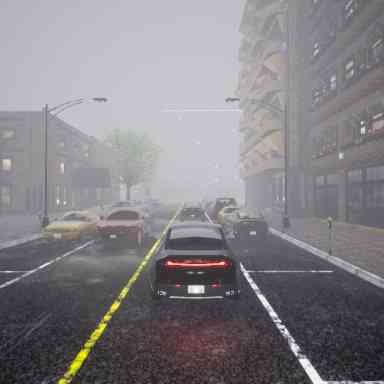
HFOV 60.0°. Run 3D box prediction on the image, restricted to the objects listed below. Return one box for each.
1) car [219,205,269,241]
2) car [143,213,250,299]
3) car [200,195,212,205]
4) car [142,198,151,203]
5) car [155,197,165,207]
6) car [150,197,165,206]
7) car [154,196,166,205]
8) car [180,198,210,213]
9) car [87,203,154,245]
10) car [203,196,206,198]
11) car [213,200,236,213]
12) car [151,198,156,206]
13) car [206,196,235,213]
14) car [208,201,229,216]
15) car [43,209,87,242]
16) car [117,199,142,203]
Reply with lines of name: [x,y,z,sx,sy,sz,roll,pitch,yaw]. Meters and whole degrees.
car: [2.670,1.557,16.666,2.008,1.369,4.403,1,0,0]
car: [0.081,1.508,8.421,1.837,1.490,4.892,0,0,0]
car: [2.627,1.478,62.156,1.967,1.590,4.097,1,0,0]
car: [-5.710,1.455,33.651,1.967,1.590,4.097,1,0,0]
car: [-5.746,1.594,50.710,1.947,1.339,4.313,1,0,0]
car: [-5.757,1.583,56.398,2.008,1.369,4.403,1,0,0]
car: [-5.938,1.563,61.914,1.752,1.417,4.829,1,0,0]
car: [0.046,1.502,26.359,2.128,1.511,4.902,0,0,0]
car: [-3.131,1.483,15.668,1.882,1.535,5.008,0,0,0]
car: [2.612,1.589,45.099,1.947,1.339,4.313,1,0,0]
car: [2.658,1.534,22.522,1.752,1.417,4.829,1,0,0]
car: [-5.723,1.601,39.337,1.802,1.307,4.206,1,0,0]
car: [2.651,1.327,28.040,2.192,1.841,5.009,1,0,0]
car: [2.635,1.597,33.726,1.802,1.307,4.206,1,0,0]
car: [-5.676,1.532,16.421,1.752,1.417,4.829,1,0,0]
car: [-5.698,1.452,27.963,1.967,1.590,4.097,1,0,0]
